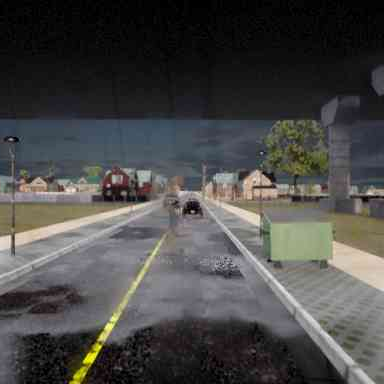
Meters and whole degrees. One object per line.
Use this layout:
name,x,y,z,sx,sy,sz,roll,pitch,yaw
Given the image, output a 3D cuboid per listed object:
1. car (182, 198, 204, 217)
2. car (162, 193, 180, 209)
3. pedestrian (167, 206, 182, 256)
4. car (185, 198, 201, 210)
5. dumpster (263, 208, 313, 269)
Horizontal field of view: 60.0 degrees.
car,0.092,1.516,30.840,1.812,1.442,4.674,0,0,0
car,-2.838,1.199,46.264,2.150,2.045,5.566,0,0,0
pedestrian,-0.659,1.292,11.684,0.375,1.860,0.375,1,-1,0
car,0.073,1.529,43.670,2.033,1.411,5.357,0,0,-1
dumpster,2.997,1.394,10.663,1.020,1.700,1.940,-1,-1,0
